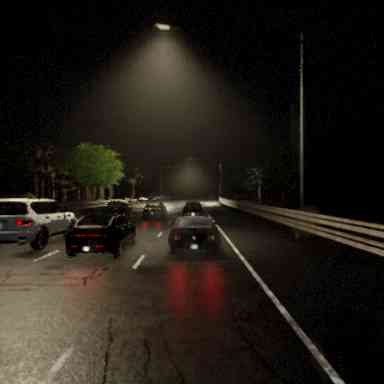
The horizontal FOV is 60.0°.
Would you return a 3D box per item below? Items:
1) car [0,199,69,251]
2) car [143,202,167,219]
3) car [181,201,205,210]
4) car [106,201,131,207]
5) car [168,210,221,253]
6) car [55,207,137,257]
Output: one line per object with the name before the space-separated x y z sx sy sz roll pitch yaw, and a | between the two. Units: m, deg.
car | -6.907 1.293 14.567 2.150 2.045 5.566 0 0 0
car | -3.408 1.640 30.989 2.128 1.511 4.902 0 0 0
car | 0.092 1.654 31.010 1.837 1.490 4.892 0 0 0
car | -6.908 1.653 31.034 1.837 1.490 4.892 0 0 0
car | 0.091 1.670 14.030 1.895 1.301 4.718 0 0 0
car | -3.413 1.572 13.176 1.837 1.490 4.892 0 0 0
